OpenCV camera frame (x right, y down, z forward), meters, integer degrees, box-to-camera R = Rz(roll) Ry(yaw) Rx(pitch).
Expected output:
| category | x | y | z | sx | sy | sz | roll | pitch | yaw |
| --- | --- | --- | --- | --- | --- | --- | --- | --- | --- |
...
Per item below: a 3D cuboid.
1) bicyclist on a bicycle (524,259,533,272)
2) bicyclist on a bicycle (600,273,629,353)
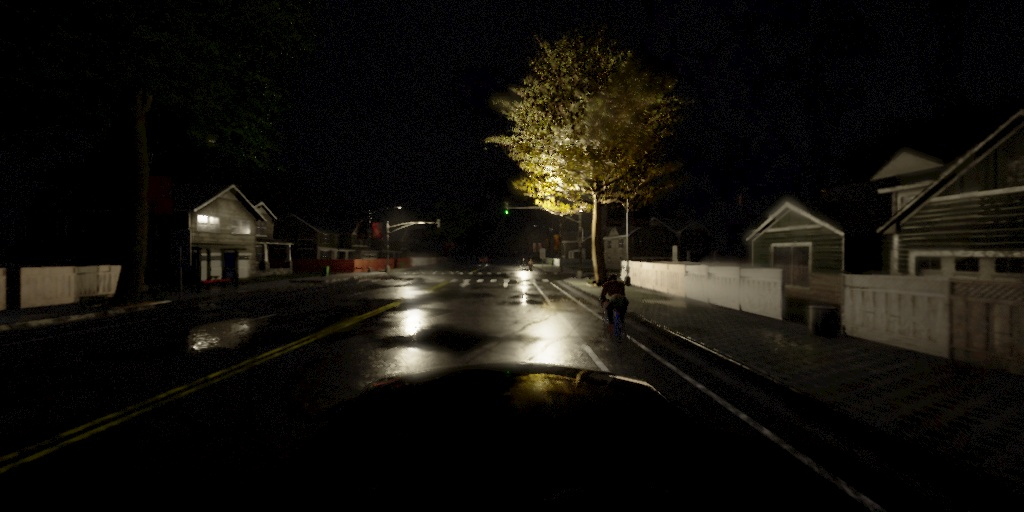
| category | x | y | z | sx | sy | sz | roll | pitch | yaw |
| --- | --- | --- | --- | --- | --- | --- | --- | --- | --- |
| bicyclist on a bicycle | 2.262 | 1.175 | 43.564 | 0.866 | 1.612 | 1.509 | 0 | 0 | 0 |
| bicyclist on a bicycle | 2.249 | 1.203 | 7.886 | 0.582 | 1.620 | 1.656 | 0 | 0 | 0 |
